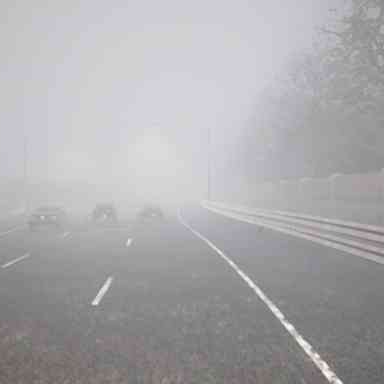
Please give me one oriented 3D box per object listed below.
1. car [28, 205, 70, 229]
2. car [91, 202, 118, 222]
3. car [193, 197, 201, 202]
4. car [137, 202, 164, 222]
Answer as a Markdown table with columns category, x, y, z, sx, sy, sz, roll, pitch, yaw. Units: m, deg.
| category | x | y | z | sx | sy | sz | roll | pitch | yaw |
| --- | --- | --- | --- | --- | --- | --- | --- | --- | --- |
| car | -9.502 | 1.607 | 22.367 | 2.033 | 1.411 | 5.357 | 0 | 0 | -13 |
| car | -7.096 | 1.548 | 27.013 | 1.837 | 1.490 | 4.892 | 0 | 0 | -14 |
| car | 1.437 | 2.198 | 93.279 | 2.033 | 1.411 | 5.357 | 0 | -3 | 8 |
| car | -3.349 | 1.545 | 26.477 | 1.812 | 1.442 | 4.674 | 0 | 0 | -14 |
